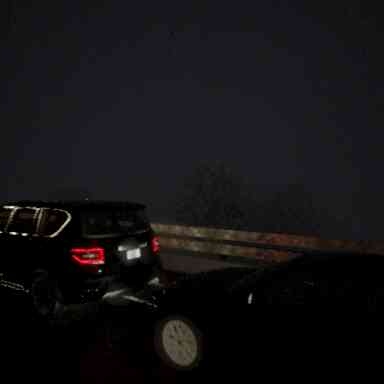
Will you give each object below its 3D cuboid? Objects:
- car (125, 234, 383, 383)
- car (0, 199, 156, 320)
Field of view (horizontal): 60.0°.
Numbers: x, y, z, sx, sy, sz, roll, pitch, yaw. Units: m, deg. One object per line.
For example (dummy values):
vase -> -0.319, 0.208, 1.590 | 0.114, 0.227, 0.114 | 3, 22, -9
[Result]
car -> 1.681, 1.474, 3.959 | 5.008, 1.535, 1.882 | 0, 0, 36
car -> -3.216, 1.176, 7.473 | 5.566, 2.045, 2.150 | 0, 0, 36
